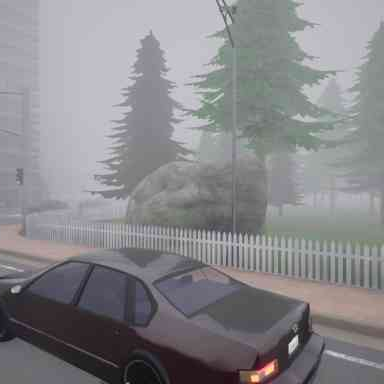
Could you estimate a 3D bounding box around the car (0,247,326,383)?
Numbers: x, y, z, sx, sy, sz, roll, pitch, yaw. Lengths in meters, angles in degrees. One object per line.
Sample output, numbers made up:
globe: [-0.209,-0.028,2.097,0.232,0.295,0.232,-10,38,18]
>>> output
car: [-1.046,1.547,4.736,5.357,1.411,2.033,0,0,35]

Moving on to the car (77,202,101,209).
car: [-13.586,1.545,44.429,1.895,1.301,4.718,0,0,3]

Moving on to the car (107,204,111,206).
car: [-14.333,1.296,54.215,2.097,1.767,4.553,0,0,-12]

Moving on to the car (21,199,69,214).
car: [-15.252,1.492,34.937,2.033,1.411,5.357,0,0,17]
